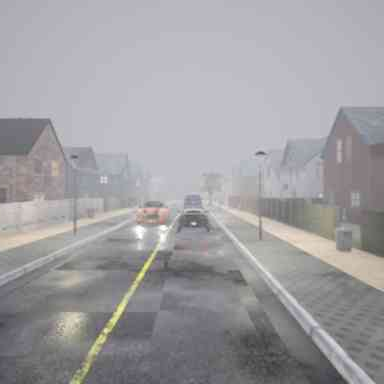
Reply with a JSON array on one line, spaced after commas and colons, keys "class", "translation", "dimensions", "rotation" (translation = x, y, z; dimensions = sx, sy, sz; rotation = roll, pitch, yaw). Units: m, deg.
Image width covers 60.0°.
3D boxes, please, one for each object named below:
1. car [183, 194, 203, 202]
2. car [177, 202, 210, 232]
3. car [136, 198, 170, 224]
[{"class": "car", "translation": [0.098, 1.300, 39.348], "dimensions": [2.150, 2.045, 5.566], "rotation": [0, 0, 0]}, {"class": "car", "translation": [0.086, 1.540, 20.264], "dimensions": [1.812, 1.442, 4.674], "rotation": [0, 0, 0]}, {"class": "car", "translation": [-2.812, 1.376, 24.787], "dimensions": [2.097, 1.767, 4.553], "rotation": [0, 0, 0]}]
